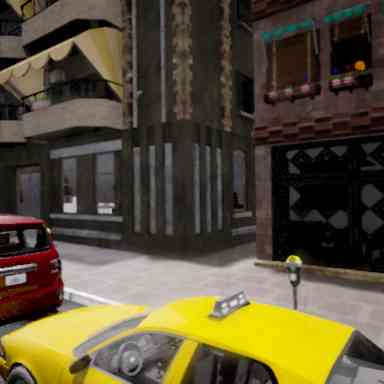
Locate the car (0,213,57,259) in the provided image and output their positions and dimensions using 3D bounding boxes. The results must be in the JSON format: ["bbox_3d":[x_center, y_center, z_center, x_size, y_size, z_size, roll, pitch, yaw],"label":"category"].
[{"bbox_3d":[-4.398,1.302,6.056,5.009,1.841,2.192,0,-1,36],"label":"car"}]

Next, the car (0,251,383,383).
[{"bbox_3d":[0.082,1.522,2.835,4.829,1.417,1.752,0,-1,36],"label":"car"}]
